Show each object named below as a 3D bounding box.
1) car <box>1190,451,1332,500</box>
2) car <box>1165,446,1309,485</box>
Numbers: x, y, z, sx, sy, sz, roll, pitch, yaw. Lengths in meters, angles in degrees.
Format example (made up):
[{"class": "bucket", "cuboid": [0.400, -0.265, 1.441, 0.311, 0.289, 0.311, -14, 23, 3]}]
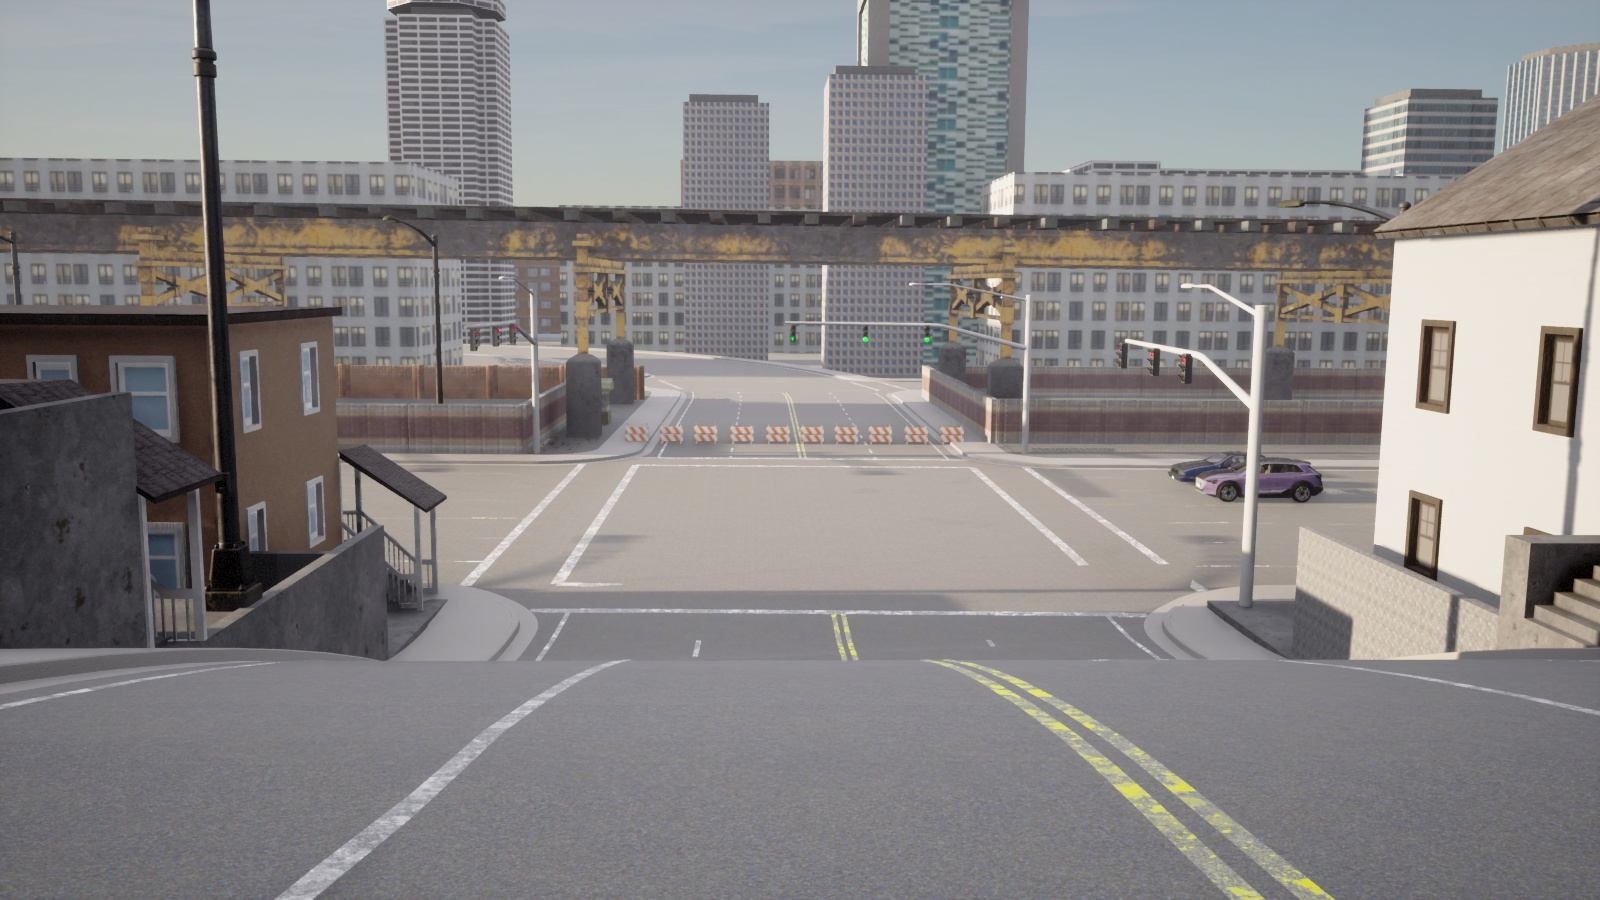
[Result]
[{"class": "car", "cuboid": [18.339, 0.991, 50.134, 4.856, 1.649, 2.033, 0, 8, 0]}, {"class": "car", "cuboid": [18.604, 0.645, 53.623, 5.357, 1.411, 2.033, 0, 8, 0]}]
